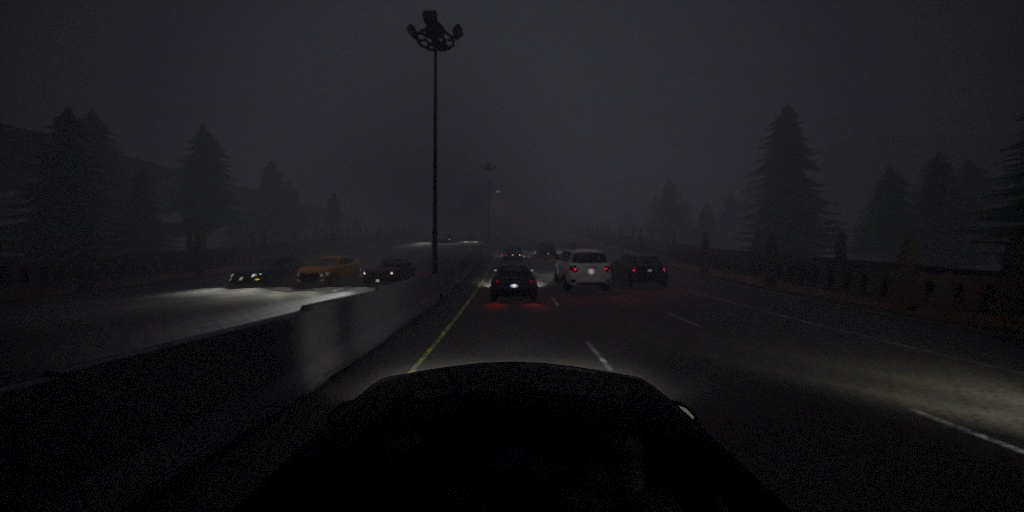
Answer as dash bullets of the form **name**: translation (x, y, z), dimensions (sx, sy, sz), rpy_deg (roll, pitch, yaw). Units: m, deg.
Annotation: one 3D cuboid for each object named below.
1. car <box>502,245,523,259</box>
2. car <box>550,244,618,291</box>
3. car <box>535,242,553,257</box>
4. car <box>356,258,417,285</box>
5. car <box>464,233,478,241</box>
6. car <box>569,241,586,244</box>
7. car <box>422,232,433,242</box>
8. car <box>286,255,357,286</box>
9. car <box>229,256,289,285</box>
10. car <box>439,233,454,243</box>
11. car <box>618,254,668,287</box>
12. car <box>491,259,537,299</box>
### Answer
- **car**: translation (0.075, -0.309, 34.072), dimensions (2.033, 1.411, 5.357), rpy_deg (0, 6, 0)
- **car**: translation (3.588, 0.605, 19.059), dimensions (2.150, 2.045, 5.566), rpy_deg (0, 3, -1)
- **car**: translation (3.572, -0.744, 37.809), dimensions (1.837, 1.490, 4.892), rpy_deg (0, 7, 0)
- **car**: translation (-7.114, 0.863, 21.194), dimensions (1.895, 1.301, 4.718), rpy_deg (0, 4, 0)
- **car**: translation (-7.083, -3.301, 62.649), dimensions (1.994, 1.385, 4.181), rpy_deg (0, 6, 1)
- **car**: translation (7.071, -0.898, 38.982), dimensions (1.882, 1.535, 5.008), rpy_deg (0, 6, 0)
- **car**: translation (-14.086, -3.290, 61.872), dimensions (2.128, 1.511, 4.902), rpy_deg (0, 6, 1)
- **car**: translation (-10.613, 0.745, 21.100), dimensions (1.882, 1.535, 5.008), rpy_deg (0, 4, 0)
- **car**: translation (-14.113, 0.778, 21.068), dimensions (1.837, 1.490, 4.892), rpy_deg (0, 4, 0)
- **car**: translation (-10.605, -2.932, 58.558), dimensions (1.837, 1.490, 4.892), rpy_deg (0, 7, 0)
- **car**: translation (7.084, 0.648, 20.559), dimensions (2.097, 1.767, 4.553), rpy_deg (0, 3, 0)
- **car**: translation (0.085, 1.080, 16.444), dimensions (1.994, 1.385, 4.181), rpy_deg (0, 3, 0)
